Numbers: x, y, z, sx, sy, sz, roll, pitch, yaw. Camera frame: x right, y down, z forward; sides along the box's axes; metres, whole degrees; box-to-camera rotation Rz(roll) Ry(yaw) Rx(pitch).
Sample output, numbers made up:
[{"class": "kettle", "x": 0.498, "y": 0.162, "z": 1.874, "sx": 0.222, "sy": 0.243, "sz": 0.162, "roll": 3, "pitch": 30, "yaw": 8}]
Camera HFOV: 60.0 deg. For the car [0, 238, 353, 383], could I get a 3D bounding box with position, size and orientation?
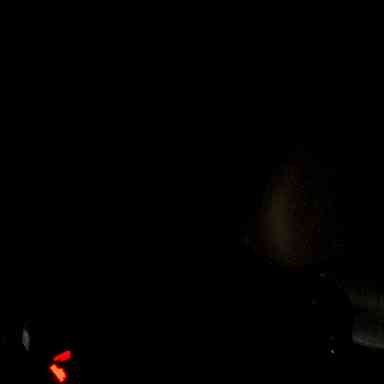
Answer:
[{"class": "car", "x": 0.154, "y": 1.403, "z": 4.367, "sx": 4.553, "sy": 1.767, "sz": 2.097, "roll": 1, "pitch": -1, "yaw": -38}]
